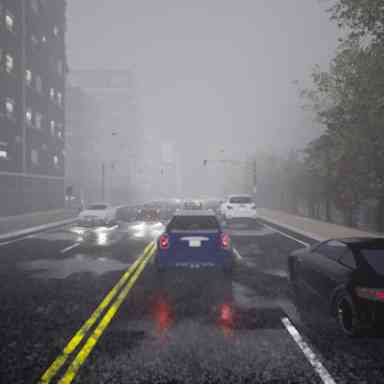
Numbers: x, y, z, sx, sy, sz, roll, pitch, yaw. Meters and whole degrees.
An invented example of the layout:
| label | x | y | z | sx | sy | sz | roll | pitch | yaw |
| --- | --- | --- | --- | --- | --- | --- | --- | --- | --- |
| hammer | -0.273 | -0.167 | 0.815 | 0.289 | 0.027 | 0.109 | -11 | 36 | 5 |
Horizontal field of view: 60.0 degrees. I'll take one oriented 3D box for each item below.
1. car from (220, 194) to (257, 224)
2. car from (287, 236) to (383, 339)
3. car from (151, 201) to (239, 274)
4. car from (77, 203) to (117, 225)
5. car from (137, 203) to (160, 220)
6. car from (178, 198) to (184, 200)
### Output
| label | x | y | z | sx | sy | sz | roll | pitch | yaw |
| --- | --- | --- | --- | --- | --- | --- | --- | --- | --- |
| car | 3.325 | 1.195 | 24.605 | 2.150 | 2.045 | 5.566 | 0 | 0 | 0 |
| car | 3.311 | 1.556 | 6.532 | 1.994 | 1.385 | 4.181 | 0 | 0 | 0 |
| car | 0.078 | 1.340 | 10.725 | 2.097 | 1.767 | 4.553 | 0 | 0 | 0 |
| car | -6.597 | 1.500 | 23.680 | 1.812 | 1.442 | 4.674 | 0 | 0 | 0 |
| car | -3.341 | 1.572 | 27.905 | 1.895 | 1.301 | 4.718 | 0 | 0 | 0 |
| car | 0.074 | 1.464 | 25.462 | 2.128 | 1.511 | 4.902 | 0 | 0 | 0 |
